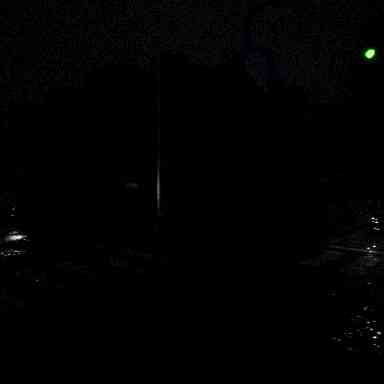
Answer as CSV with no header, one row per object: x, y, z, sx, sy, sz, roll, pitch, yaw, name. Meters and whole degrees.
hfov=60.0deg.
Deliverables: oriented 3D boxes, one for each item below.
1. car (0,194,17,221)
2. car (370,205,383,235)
-10.697,0.653,17.024,5.008,1.535,1.882,3,4,42,car
9.712,1.101,15.253,1.882,1.535,5.008,2,3,42,car
